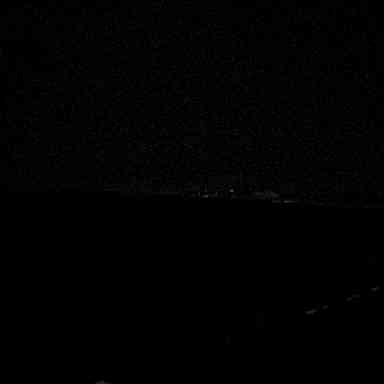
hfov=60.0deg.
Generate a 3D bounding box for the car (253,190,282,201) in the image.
[{"bbox_3d":[11.086,0.484,49.261,1.812,1.442,4.674,-3,4,-35],"label":"car"}]

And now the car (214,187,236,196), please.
[{"bbox_3d":[6.087,-0.090,61.343,2.128,1.511,4.902,-3,4,-35],"label":"car"}]

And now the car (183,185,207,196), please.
[{"bbox_3d":[0.909,-0.196,63.818,2.097,1.767,4.553,-3,4,-35],"label":"car"}]
